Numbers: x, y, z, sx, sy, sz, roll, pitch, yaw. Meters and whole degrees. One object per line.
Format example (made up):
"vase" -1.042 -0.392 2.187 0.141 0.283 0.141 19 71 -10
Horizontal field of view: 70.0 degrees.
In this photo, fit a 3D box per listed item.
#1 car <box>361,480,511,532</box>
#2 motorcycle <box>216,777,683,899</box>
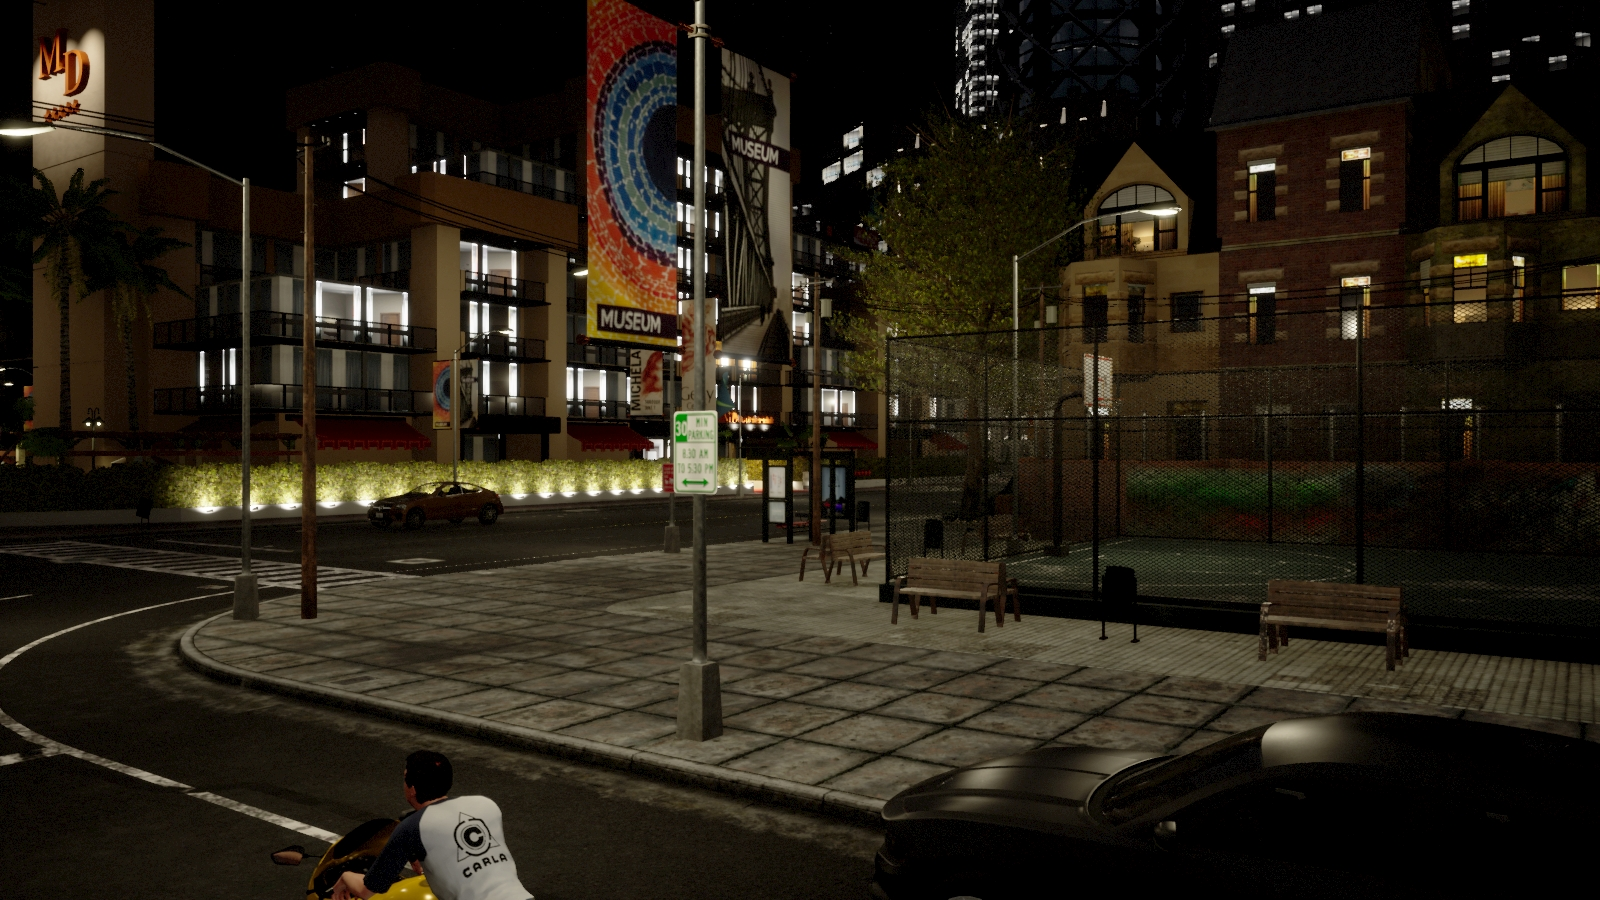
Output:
"car" -13.322 1.992 42.110 2.152 1.651 5.027 0 0 34
"motorcycle" -1.531 2.213 4.821 2.033 1.145 0.803 0 0 35
